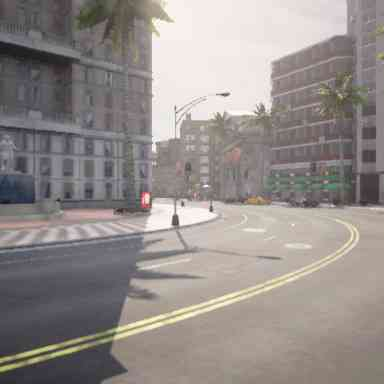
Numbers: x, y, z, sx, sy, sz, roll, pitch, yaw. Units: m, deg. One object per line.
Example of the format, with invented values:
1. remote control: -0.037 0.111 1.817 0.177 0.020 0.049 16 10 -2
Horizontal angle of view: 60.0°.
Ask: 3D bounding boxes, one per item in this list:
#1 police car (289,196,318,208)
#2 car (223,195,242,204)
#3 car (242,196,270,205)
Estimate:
1. police car: 16.058 1.439 48.381 1.930 1.638 5.238 0 0 -17
2. car: 8.057 1.385 64.315 2.097 1.767 4.553 0 0 -35
3. car: 11.661 1.501 58.725 1.882 1.535 5.008 0 0 -29
